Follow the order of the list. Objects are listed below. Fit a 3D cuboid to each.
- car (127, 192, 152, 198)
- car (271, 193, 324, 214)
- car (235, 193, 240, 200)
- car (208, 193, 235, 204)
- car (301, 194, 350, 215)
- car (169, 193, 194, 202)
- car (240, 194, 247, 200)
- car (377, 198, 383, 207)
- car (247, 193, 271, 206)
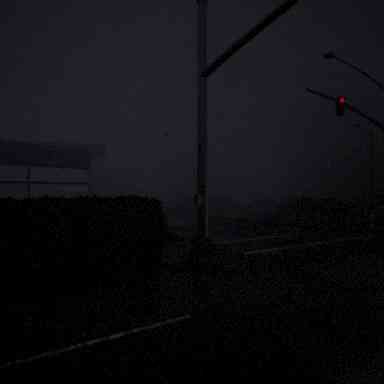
[{"bbox_3d":[-9.167,1.262,60.786,3.806,1.475,1.970,0,0,-35],"label":"car"},{"bbox_3d":[10.558,1.234,32.777,5.027,1.636,2.152,0,0,-35],"label":"car"},{"bbox_3d":[9.829,1.045,78.174,3.806,1.475,1.970,0,0,-35],"label":"car"},{"bbox_3d":[4.325,1.173,55.085,4.514,1.523,2.007,0,0,-35],"label":"car"},{"bbox_3d":[12.403,1.243,30.240,4.514,1.523,2.007,0,0,-35],"label":"car"},{"bbox_3d":[-2.250,0.969,65.688,4.605,1.855,1.932,0,0,-35],"label":"car"},{"bbox_3d":[13.781,0.966,73.107,5.027,1.636,2.152,0,0,-35],"label":"car"},{"bbox_3d":[25.920,1.223,43.382,3.806,1.475,1.970,0,0,-35],"label":"car"},{"bbox_3d":[10.032,1.196,46.882,3.633,1.501,1.845,0,0,-35],"label":"car"}]
